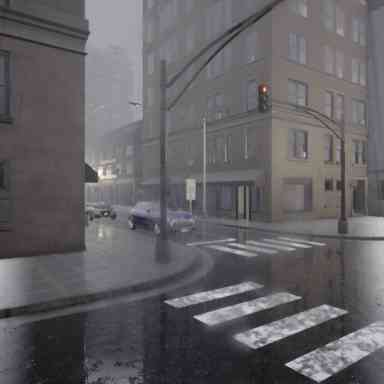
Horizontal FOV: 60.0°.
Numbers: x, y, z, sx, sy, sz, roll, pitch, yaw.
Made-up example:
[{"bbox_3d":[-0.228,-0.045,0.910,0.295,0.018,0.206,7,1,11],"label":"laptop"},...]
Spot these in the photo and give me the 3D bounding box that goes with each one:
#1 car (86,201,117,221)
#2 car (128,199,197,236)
[{"bbox_3d":[-7.472,1.427,26.049,1.994,1.385,4.181,0,0,-35],"label":"car"},{"bbox_3d":[-1.675,1.267,17.944,2.097,1.767,4.553,0,0,-36],"label":"car"}]
